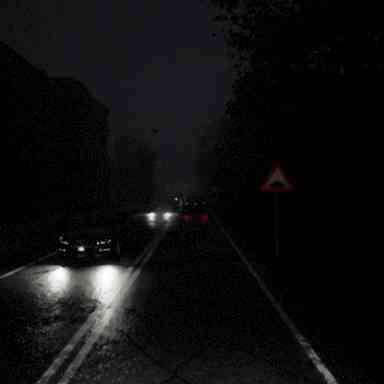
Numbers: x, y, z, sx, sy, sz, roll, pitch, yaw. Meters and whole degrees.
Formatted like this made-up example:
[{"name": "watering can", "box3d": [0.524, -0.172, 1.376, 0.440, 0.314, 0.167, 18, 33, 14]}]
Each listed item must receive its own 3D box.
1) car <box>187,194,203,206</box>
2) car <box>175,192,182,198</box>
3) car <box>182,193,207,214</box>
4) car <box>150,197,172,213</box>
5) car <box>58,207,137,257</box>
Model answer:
[{"name": "car", "box3d": [0.443, 1.095, 47.219, 2.033, 1.411, 5.357, 0, 1, 1]}, {"name": "car", "box3d": [-2.795, 0.738, 74.485, 1.994, 1.385, 4.181, 0, 1, 0]}, {"name": "car", "box3d": [0.323, 1.068, 31.753, 2.097, 1.767, 4.553, 0, 1, 0]}, {"name": "car", "box3d": [-3.050, 1.227, 33.117, 1.812, 1.442, 4.674, 0, 0, 1]}, {"name": "car", "box3d": [-3.289, 1.394, 12.399, 1.837, 1.490, 4.892, 0, 2, 1]}]
